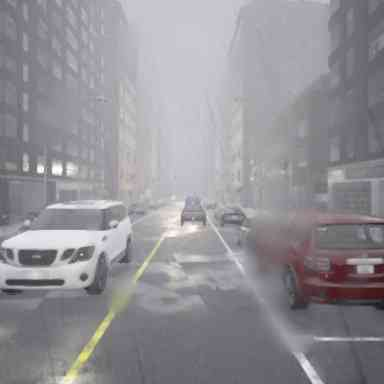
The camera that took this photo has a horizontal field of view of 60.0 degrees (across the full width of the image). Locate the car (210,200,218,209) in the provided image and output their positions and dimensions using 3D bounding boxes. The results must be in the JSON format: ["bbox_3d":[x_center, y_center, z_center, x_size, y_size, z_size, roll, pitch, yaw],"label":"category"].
[{"bbox_3d":[2.850,1.736,30.132,1.752,1.417,4.829,-1,0,0],"label":"car"}]

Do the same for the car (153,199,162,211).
[{"bbox_3d":[-5.675,1.868,46.541,1.887,1.381,4.507,-1,0,0],"label":"car"}]

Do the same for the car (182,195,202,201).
[{"bbox_3d":[0.100,1.538,45.162,2.150,2.045,5.566,0,0,0],"label":"car"}]

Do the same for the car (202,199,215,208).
[{"bbox_3d":[2.851,1.964,57.608,1.947,1.339,4.313,-1,0,0],"label":"car"}]

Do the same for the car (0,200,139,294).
[{"bbox_3d":[-3.090,1.283,9.293,2.150,2.045,5.566,0,0,0],"label":"car"}]

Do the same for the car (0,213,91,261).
[{"bbox_3d":[-5.675,1.660,13.358,1.947,1.339,4.313,-1,0,0],"label":"car"}]

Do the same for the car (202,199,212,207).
[{"bbox_3d":[2.851,2.017,63.137,1.802,1.307,4.206,-1,0,0],"label":"car"}]

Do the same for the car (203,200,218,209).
[{"bbox_3d":[2.851,1.912,52.079,2.008,1.369,4.403,-1,0,0],"label":"car"}]

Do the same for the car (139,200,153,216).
[{"bbox_3d":[-5.675,1.814,35.480,1.947,1.339,4.313,-1,0,0],"label":"car"}]

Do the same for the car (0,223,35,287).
[{"bbox_3d":[-5.675,1.637,7.827,1.802,1.307,4.206,-1,0,0],"label":"car"}]

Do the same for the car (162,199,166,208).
[{"bbox_3d":[-5.675,1.912,52.072,2.008,1.369,4.403,-1,0,0],"label":"car"}]

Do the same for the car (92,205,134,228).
[{"bbox_3d":[-5.675,1.722,24.419,2.008,1.369,4.403,-1,0,0],"label":"car"}]

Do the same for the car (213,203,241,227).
[{"bbox_3d":[2.850,1.737,24.432,1.947,1.339,4.313,-1,0,0],"label":"car"}]

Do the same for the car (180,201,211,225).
[{"bbox_3d":[0.100,1.669,25.504,2.128,1.511,4.902,0,-1,0],"label":"car"}]

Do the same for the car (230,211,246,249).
[{"bbox_3d":[2.850,1.660,13.374,1.947,1.339,4.313,-1,0,0],"label":"car"}]

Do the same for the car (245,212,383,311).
[{"bbox_3d":[2.847,1.370,7.847,2.192,1.841,5.009,-1,0,0],"label":"car"}]

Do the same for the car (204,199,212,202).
[{"bbox_3d":[2.850,1.868,46.550,1.887,1.381,4.507,-1,0,0],"label":"car"}]
